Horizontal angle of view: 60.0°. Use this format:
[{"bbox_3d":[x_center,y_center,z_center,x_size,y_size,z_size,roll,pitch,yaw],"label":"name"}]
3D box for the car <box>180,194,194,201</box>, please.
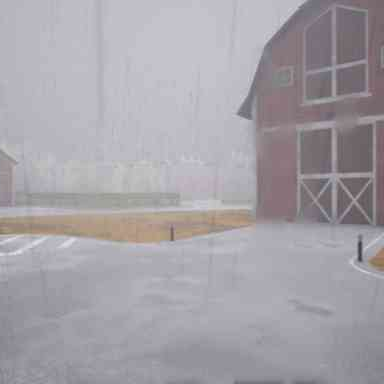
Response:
[{"bbox_3d":[-1.443,1.512,92.799,1.932,1.855,4.605,0,0,35],"label":"car"}]
